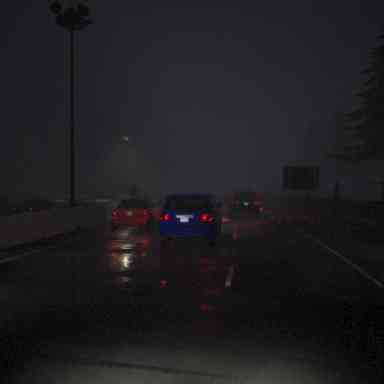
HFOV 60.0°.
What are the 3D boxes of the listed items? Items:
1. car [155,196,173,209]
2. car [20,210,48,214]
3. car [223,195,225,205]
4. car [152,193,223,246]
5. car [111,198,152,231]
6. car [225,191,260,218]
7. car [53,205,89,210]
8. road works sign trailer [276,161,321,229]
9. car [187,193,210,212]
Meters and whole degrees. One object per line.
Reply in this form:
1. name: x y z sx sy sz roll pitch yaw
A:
1. car: -3.305 1.144 38.618 1.994 1.385 4.181 0 1 -6
2. car: -13.295 1.229 28.515 2.033 1.411 5.357 0 1 -1
3. car: 3.240 1.022 42.457 1.882 1.535 5.008 0 0 -7
4. car: 0.070 1.063 14.546 2.150 2.045 5.566 0 1 7
5. car: -3.021 1.141 19.266 2.097 1.767 4.553 0 1 5
6. car: 4.146 0.966 27.252 2.150 2.045 5.566 1 0 3
7. car: -9.827 1.294 27.628 1.895 1.301 4.718 0 1 0
8. road works sign trailer: 6.491 0.260 19.291 2.380 3.560 2.880 0 1 -15
9. car: 0.577 0.986 33.971 2.097 1.767 4.553 0 1 -3
